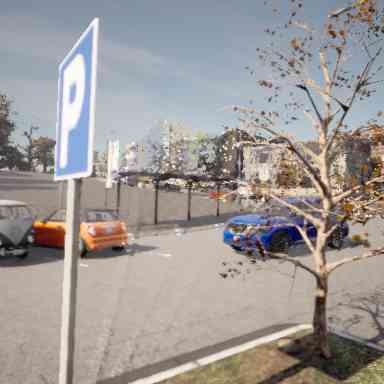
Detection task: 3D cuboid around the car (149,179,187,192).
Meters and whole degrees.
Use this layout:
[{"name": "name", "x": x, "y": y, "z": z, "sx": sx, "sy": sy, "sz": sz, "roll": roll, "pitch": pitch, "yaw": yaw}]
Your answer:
[{"name": "car", "x": -3.348, "y": -0.898, "z": 44.923, "sx": 2.128, "sy": 1.511, "sz": 4.902, "roll": 3, "pitch": 3, "yaw": -36}]

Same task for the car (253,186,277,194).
[{"name": "car", "x": 9.860, "y": 0.462, "z": 41.792, "sx": 2.002, "sy": 1.452, "sz": 4.674, "roll": 7, "pitch": 3, "yaw": 34}]

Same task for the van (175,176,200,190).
[{"name": "van", "x": -0.685, "y": -1.462, "z": 56.370, "sx": 1.878, "sy": 1.987, "sz": 4.442, "roll": 8, "pitch": 3, "yaw": 34}]

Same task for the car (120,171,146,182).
[{"name": "car", "x": -12.975, "y": -3.424, "z": 73.520, "sx": 2.435, "sy": 2.045, "sz": 5.566, "roll": 8, "pitch": 3, "yaw": 33}]

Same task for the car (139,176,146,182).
[{"name": "car", "x": -11.102, "y": -2.894, "z": 71.279, "sx": 1.946, "sy": 1.575, "sz": 5.366, "roll": 7, "pitch": 3, "yaw": 34}]

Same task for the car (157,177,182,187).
[{"name": "car", "x": -4.148, "y": -1.748, "z": 61.383, "sx": 2.002, "sy": 1.452, "sz": 4.674, "roll": 8, "pitch": 3, "yaw": 34}]

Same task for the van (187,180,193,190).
[{"name": "van", "x": 1.070, "y": -1.185, "z": 53.918, "sx": 1.878, "sy": 1.987, "sz": 4.442, "roll": 8, "pitch": 3, "yaw": 34}]

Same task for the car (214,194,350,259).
[{"name": "car", "x": 3.813, "y": 1.228, "z": 12.887, "sx": 5.566, "sy": 2.045, "sz": 2.150, "roll": 0, "pitch": 0, "yaw": -35}]

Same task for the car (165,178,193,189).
[{"name": "car", "x": -2.292, "y": -1.511, "z": 59.083, "sx": 1.946, "sy": 1.575, "sz": 5.366, "roll": 7, "pitch": 3, "yaw": 34}]

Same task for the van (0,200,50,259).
[{"name": "van", "x": -7.087, "y": 1.258, "z": 11.339, "sx": 4.442, "sy": 1.987, "sz": 1.878, "roll": 0, "pitch": -2, "yaw": 34}]

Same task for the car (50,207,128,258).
[{"name": "car", "x": -4.701, "y": 1.401, "z": 13.117, "sx": 4.553, "sy": 1.767, "sz": 2.185, "roll": 0, "pitch": -1, "yaw": 35}]

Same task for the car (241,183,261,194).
[{"name": "car", "x": 8.145, "y": -0.104, "z": 44.248, "sx": 2.435, "sy": 2.045, "sz": 5.566, "roll": 7, "pitch": 3, "yaw": 34}]

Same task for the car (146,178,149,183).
[{"name": "car", "x": -5.917, "y": -2.026, "z": 63.825, "sx": 2.002, "sy": 1.452, "sz": 4.674, "roll": 7, "pitch": 3, "yaw": 34}]

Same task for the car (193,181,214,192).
[{"name": "car", "x": 2.853, "y": -0.682, "z": 51.574, "sx": 2.231, "sy": 1.521, "sz": 4.892, "roll": 7, "pitch": 3, "yaw": 34}]

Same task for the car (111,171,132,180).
[{"name": "car", "x": -16.553, "y": -3.818, "z": 78.416, "sx": 2.185, "sy": 1.767, "sz": 4.553, "roll": 4, "pitch": 0, "yaw": 33}]

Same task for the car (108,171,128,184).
[{"name": "car", "x": -12.776, "y": -2.375, "z": 57.911, "sx": 2.128, "sy": 1.511, "sz": 4.902, "roll": 3, "pitch": 3, "yaw": -36}]

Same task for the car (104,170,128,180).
[{"name": "car", "x": -18.350, "y": -4.100, "z": 80.743, "sx": 2.435, "sy": 2.045, "sz": 5.566, "roll": 2, "pitch": -2, "yaw": 34}]

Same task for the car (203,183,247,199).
[{"name": "car", "x": 3.469, "y": 0.241, "z": 35.585, "sx": 1.994, "sy": 1.385, "sz": 4.181, "roll": 3, "pitch": 3, "yaw": -35}]
